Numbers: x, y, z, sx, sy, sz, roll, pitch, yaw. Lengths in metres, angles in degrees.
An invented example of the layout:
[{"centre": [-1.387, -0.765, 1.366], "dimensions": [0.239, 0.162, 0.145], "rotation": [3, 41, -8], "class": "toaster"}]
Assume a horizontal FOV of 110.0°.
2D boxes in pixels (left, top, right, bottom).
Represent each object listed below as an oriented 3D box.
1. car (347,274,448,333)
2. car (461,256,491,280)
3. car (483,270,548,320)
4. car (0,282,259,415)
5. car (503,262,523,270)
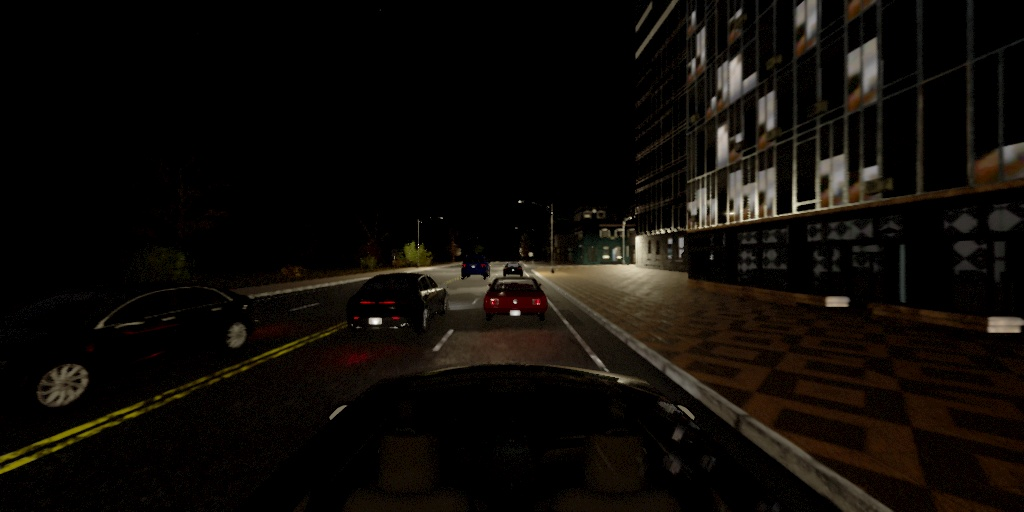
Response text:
[{"centre": [-3.148, 1.257, 10.690], "dimensions": [1.837, 1.490, 4.892], "rotation": [0, 0, 0], "class": "car"}, {"centre": [-3.143, 0.978, 31.747], "dimensions": [2.150, 2.045, 5.566], "rotation": [0, 0, 0], "class": "car"}, {"centre": [0.101, 1.354, 12.550], "dimensions": [1.895, 1.301, 4.718], "rotation": [0, 0, 0], "class": "car"}, {"centre": [-6.598, 1.256, 6.042], "dimensions": [1.837, 1.490, 4.892], "rotation": [0, 0, 0], "class": "car"}, {"centre": [0.107, 1.321, 36.169], "dimensions": [1.994, 1.385, 4.181], "rotation": [0, 0, 0], "class": "car"}]
